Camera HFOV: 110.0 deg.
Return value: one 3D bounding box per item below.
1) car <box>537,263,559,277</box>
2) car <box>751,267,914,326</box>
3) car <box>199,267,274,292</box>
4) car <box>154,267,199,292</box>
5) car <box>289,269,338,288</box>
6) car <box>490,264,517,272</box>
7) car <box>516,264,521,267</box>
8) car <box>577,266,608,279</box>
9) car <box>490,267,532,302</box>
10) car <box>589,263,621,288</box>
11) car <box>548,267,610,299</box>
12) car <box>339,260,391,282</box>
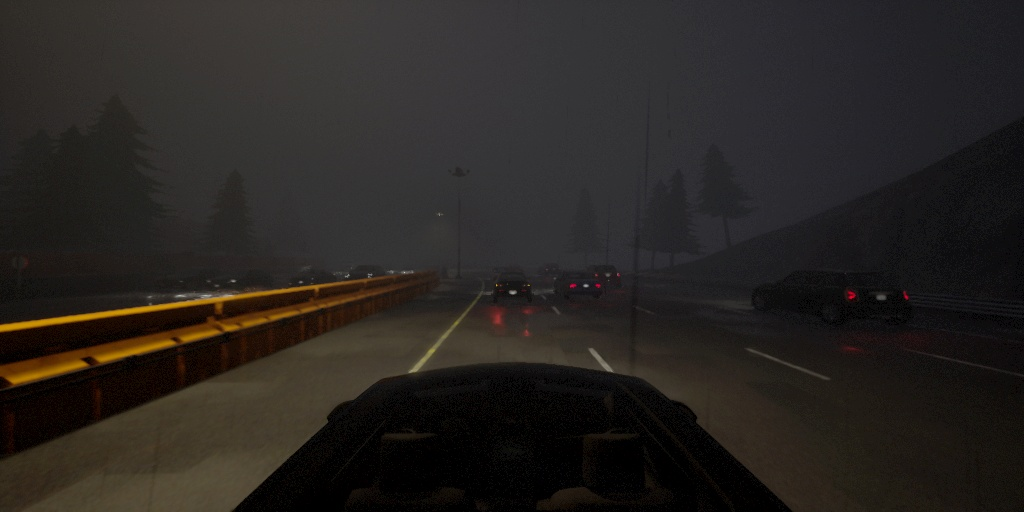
[{"bbox_3d":[4.560,1.626,44.272,2.097,1.767,4.553,0,-1,-9],"label":"car"},{"bbox_3d":[10.567,1.232,12.395,2.097,1.767,4.553,0,-1,0],"label":"car"},{"bbox_3d":[-17.928,1.552,23.955,1.812,1.442,4.674,0,-1,-3],"label":"car"},{"bbox_3d":[-21.465,1.510,24.407,1.882,1.535,5.008,0,-1,-4],"label":"car"},{"bbox_3d":[-14.602,1.622,26.534,1.994,1.385,4.181,0,-1,-5],"label":"car"},{"bbox_3d":[-1.081,1.705,34.734,2.033,1.411,5.357,0,-1,-7],"label":"car"},{"bbox_3d":[0.181,1.810,48.849,1.882,1.535,5.008,0,-1,-11],"label":"car"},{"bbox_3d":[8.833,1.821,39.842,1.895,1.301,4.718,0,-1,-8],"label":"car"},{"bbox_3d":[-0.002,1.481,18.380,1.812,1.442,4.674,0,-1,-1],"label":"car"},{"bbox_3d":[6.584,1.417,27.307,2.097,1.767,4.553,0,-1,-4],"label":"car"},{"bbox_3d":[3.487,1.520,19.760,2.033,1.411,5.357,0,-1,-2],"label":"car"},{"bbox_3d":[-11.193,1.423,27.666,2.097,1.767,4.553,0,-1,-5],"label":"car"}]
